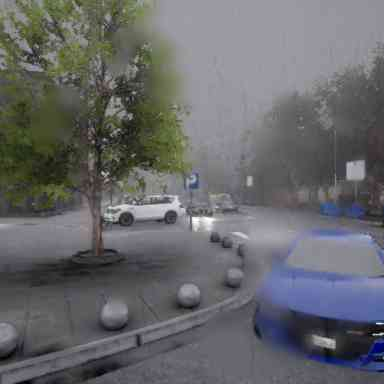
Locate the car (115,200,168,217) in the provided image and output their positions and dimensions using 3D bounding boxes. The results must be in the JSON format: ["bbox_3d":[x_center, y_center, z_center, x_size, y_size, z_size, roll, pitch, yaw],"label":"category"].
[{"bbox_3d":[-4.884,1.552,32.548,4.674,1.452,2.002,-1,0,-30],"label":"car"}]

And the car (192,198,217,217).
[{"bbox_3d":[0.690,1.596,31.367,1.994,1.385,4.181,0,0,-10],"label":"car"}]

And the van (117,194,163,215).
[{"bbox_3d":[-5.498,1.290,35.443,4.442,1.987,1.878,-1,0,-30],"label":"van"}]

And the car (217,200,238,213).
[{"bbox_3d":[3.814,1.607,38.102,1.994,1.385,4.181,0,0,-10],"label":"car"}]

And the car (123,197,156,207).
[{"bbox_3d":[-8.443,1.567,53.283,4.792,1.488,2.163,-1,0,-30],"label":"car"}]

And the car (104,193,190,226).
[{"bbox_3d":[-3.336,1.252,23.647,5.566,2.045,2.435,-1,0,-30],"label":"car"}]

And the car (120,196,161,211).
[{"bbox_3d":[-6.457,1.395,41.415,4.553,1.767,2.185,-1,0,-30],"label":"car"}]

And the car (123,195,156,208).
[{"bbox_3d":[-7.926,1.406,50.313,4.553,1.767,2.185,-1,0,-30],"label":"car"}]

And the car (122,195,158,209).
[{"bbox_3d":[-7.417,1.401,47.356,4.553,1.767,2.185,-1,0,-30],"label":"car"}]

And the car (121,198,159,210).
[{"bbox_3d":[-6.937,1.564,44.385,4.674,1.452,2.002,-1,0,-30],"label":"car"}]

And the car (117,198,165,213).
[{"bbox_3d":[-5.903,1.517,38.463,5.008,1.535,2.097,-1,0,-30],"label":"car"}]

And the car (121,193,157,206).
[{"bbox_3d":[-8.953,1.292,56.239,5.566,2.045,2.435,-1,0,-30],"label":"car"}]

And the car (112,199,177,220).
[{"bbox_3d":[-4.199,1.504,29.681,5.366,1.575,1.946,-1,0,-30],"label":"car"}]

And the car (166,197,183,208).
[{"bbox_3d":[-2.744,1.559,51.597,2.128,1.511,4.902,0,0,-10],"label":"car"}]

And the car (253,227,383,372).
[{"bbox_3d":[2.650,1.485,6.129,1.882,1.535,5.008,1,1,26],"label":"car"}]
